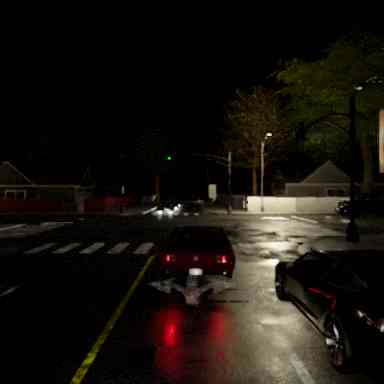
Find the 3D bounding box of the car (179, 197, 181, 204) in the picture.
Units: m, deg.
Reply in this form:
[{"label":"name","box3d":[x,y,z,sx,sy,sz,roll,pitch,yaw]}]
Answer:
[{"label":"car","box3d":[-3.139,1.480,51.708,2.128,1.511,4.902,0,0,0]}]

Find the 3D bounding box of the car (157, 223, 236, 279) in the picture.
[{"label":"car","box3d":[0.271,1.592,10.054,1.895,1.301,4.718,0,0,4]}]

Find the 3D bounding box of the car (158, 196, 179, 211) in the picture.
[{"label":"car","box3d":[-3.127,1.534,41.745,2.033,1.411,5.357,0,0,0]}]

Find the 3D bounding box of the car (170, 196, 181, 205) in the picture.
[{"label":"car","box3d":[-3.092,1.498,62.070,1.837,1.490,4.892,0,0,0]}]

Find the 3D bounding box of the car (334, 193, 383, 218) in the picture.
[{"label":"car","box3d":[15.184,1.097,28.395,5.566,2.045,2.150,0,0,0]}]

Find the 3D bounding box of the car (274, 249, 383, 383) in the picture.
[{"label":"car","box3d":[2.636,1.561,5.420,1.947,1.339,4.313,0,0,0]}]
